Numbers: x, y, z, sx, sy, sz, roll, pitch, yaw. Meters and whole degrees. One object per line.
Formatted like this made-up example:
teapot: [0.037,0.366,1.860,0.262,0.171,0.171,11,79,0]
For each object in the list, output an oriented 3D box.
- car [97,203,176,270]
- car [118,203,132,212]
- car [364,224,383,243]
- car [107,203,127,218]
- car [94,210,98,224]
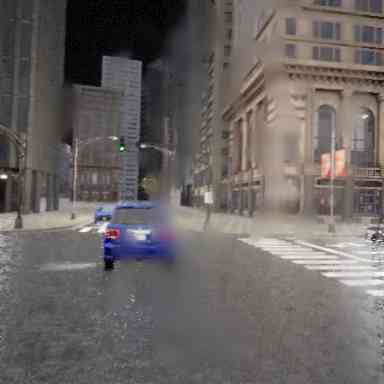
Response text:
car: [-1.805,1.423,11.905,2.150,2.045,5.566,2,-2,-8]
car: [-10.825,2.485,54.087,1.812,1.442,4.674,2,-2,-8]
car: [12.322,2.233,18.853,4.902,1.511,2.128,2,-2,-8]
car: [-8.891,2.180,39.890,1.837,1.490,4.892,2,-1,-8]
car: [-7.454,1.952,29.587,1.882,1.535,5.008,2,-1,-8]
